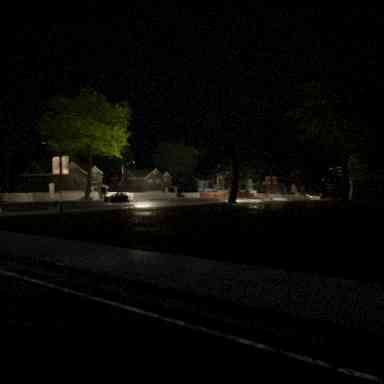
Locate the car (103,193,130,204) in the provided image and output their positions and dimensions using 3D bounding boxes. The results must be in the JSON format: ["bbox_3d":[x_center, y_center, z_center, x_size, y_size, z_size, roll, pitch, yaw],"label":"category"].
[{"bbox_3d":[-12.758,0.980,56.091,2.097,1.767,4.553,1,1,36],"label":"car"}]
